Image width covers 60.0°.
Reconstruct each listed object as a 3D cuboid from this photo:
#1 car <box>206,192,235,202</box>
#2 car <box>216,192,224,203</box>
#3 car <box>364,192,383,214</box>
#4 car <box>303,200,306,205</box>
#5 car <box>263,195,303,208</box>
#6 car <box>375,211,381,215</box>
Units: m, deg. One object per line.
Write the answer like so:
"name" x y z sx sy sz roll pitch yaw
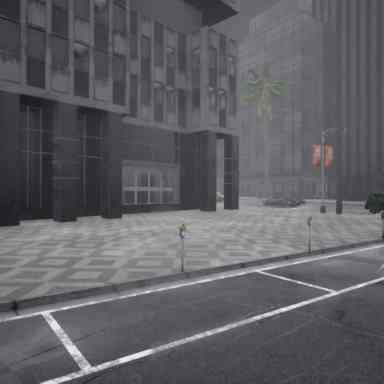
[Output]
"car" 4.497 0.790 53.262 1.882 1.535 5.008 0 1 -35
"car" 2.855 0.838 49.947 1.837 1.490 4.892 0 1 -35
"car" 17.911 1.007 28.702 2.150 2.045 5.566 0 1 -34
"car" 11.931 1.079 42.734 2.033 1.411 5.357 0 1 -35
"car" 10.409 1.123 39.270 1.994 1.385 4.181 0 1 -35
"car" 9.661 1.553 13.541 4.403 1.369 2.008 0 0 -36
